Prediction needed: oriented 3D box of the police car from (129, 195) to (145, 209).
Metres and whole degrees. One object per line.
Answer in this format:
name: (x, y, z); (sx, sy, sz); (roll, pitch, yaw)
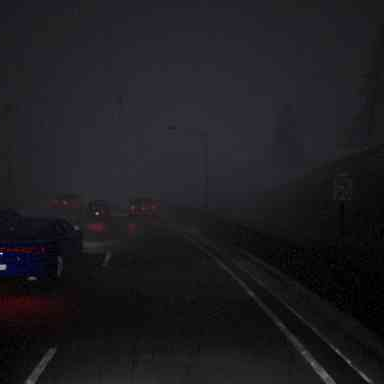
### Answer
police car: (-7.303, 1.235, 43.686); (1.930, 1.638, 5.238); (0, 0, -12)

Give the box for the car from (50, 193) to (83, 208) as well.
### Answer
car: (-12.492, 1.094, 33.979); (2.150, 2.045, 5.566); (0, 0, -11)

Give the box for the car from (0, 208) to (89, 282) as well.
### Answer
car: (-4.420, 1.444, 9.539); (1.882, 1.535, 5.008); (0, 0, -8)

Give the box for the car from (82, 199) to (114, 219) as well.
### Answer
car: (-7.771, 1.392, 27.999); (1.837, 1.490, 4.892); (0, 0, -11)

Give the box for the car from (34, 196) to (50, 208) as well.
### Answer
car: (-17.103, 1.214, 39.233); (2.097, 1.767, 4.553); (0, 0, -11)

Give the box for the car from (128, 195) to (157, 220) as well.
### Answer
car: (-4.050, 1.231, 27.152); (2.097, 1.767, 4.553); (0, 0, -11)

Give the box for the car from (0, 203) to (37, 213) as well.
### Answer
car: (-8.968, 1.478, 15.454); (1.812, 1.442, 4.674); (0, 0, -10)
